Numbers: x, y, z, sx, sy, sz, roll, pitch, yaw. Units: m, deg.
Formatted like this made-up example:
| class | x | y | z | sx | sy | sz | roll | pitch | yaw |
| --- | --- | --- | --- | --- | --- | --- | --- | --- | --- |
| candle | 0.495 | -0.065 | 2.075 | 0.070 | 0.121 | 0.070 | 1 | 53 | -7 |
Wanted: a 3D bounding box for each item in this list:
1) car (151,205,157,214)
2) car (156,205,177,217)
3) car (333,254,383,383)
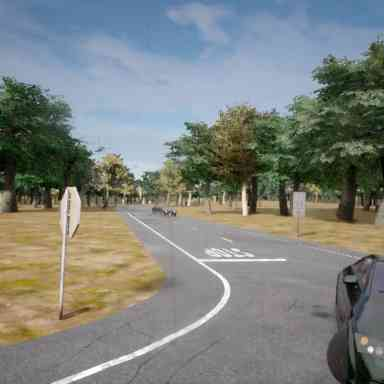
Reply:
| class | x | y | z | sx | sy | sz | roll | pitch | yaw |
| --- | --- | --- | --- | --- | --- | --- | --- | --- | --- |
| car | -5.783 | 2.960 | 56.904 | 1.882 | 1.535 | 5.008 | 3 | -2 | -14 |
| car | -3.514 | 2.849 | 48.061 | 1.895 | 1.301 | 4.718 | 3 | -2 | -13 |
| car | 3.137 | 1.643 | 4.667 | 1.994 | 1.385 | 4.181 | 1 | -1 | 22 |
